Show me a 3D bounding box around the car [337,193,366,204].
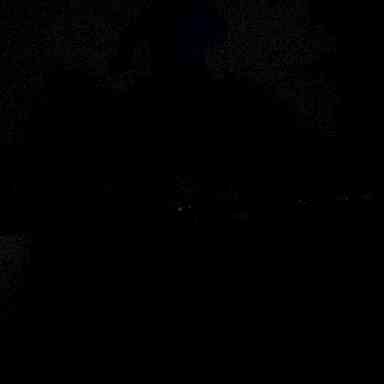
[{"bbox_3d":[21.997,0.945,46.551,2.033,1.411,5.357,-4,-2,43],"label":"car"}]

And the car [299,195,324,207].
[{"bbox_3d":[16.092,1.139,44.691,1.837,1.490,4.892,-3,-1,43],"label":"car"}]

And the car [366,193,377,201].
[{"bbox_3d":[28.291,0.804,53.548,1.994,1.385,4.181,-4,-2,42],"label":"car"}]

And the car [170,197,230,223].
[{"bbox_3d":[0.646,1.137,23.192,2.097,1.767,4.553,-4,-2,42],"label":"car"}]
